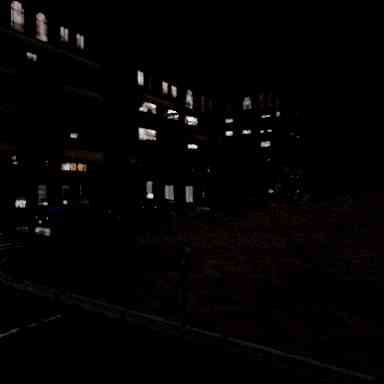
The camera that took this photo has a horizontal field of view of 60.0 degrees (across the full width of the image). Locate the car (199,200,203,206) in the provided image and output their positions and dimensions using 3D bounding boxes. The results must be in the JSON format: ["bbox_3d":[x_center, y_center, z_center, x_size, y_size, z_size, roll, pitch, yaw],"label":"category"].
[{"bbox_3d":[2.690,1.192,44.245,1.947,1.339,4.313,1,1,35],"label":"car"}]

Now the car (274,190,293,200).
[{"bbox_3d":[18.550,0.517,67.127,2.192,1.841,5.009,1,1,35],"label":"car"}]

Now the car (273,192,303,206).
[{"bbox_3d":[12.749,1.061,44.048,2.008,1.369,4.403,1,1,35],"label":"car"}]

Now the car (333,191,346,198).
[{"bbox_3d":[32.458,0.457,73.090,1.882,1.535,5.008,0,1,35],"label":"car"}]

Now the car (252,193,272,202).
[{"bbox_3d":[12.205,0.936,57.977,1.947,1.339,4.313,1,1,35],"label":"car"}]

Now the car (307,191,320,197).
[{"bbox_3d":[31.236,0.411,85.441,1.887,1.381,4.507,1,1,35],"label":"car"}]

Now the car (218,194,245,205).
[{"bbox_3d":[5.861,1.091,48.822,2.008,1.369,4.403,1,1,35],"label":"car"}]

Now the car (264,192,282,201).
[{"bbox_3d":[15.280,0.814,62.414,1.752,1.417,4.829,1,1,35],"label":"car"}]

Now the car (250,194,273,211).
[{"bbox_3d":[6.405,1.232,34.892,2.008,1.369,4.403,1,1,35],"label":"car"}]

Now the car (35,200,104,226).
[{"bbox_3d":[-8.329,1.520,23.792,2.033,1.411,5.357,0,1,36],"label":"car"}]

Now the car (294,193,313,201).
[{"bbox_3d":[19.578,0.880,58.475,1.895,1.301,4.718,0,1,35],"label":"car"}]

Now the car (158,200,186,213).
[{"bbox_3d":[-2.682,1.420,31.966,1.895,1.301,4.718,0,1,34],"label":"car"}]

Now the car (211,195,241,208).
[{"bbox_3d":[4.391,1.154,42.141,1.812,1.442,4.674,0,1,35],"label":"car"}]

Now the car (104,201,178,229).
[{"bbox_3d":[-3.110,1.505,21.162,1.947,1.339,4.313,1,1,35],"label":"car"}]

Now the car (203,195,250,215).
[{"bbox_3d":[3.232,1.312,30.315,1.887,1.381,4.507,1,1,35],"label":"car"}]

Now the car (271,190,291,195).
[{"bbox_3d":[13.783,0.912,50.119,1.882,1.535,5.008,0,1,35],"label":"car"}]

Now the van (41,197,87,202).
[{"bbox_3d":[-9.997,1.311,25.931,1.690,1.788,3.998,1,1,35],"label":"van"}]

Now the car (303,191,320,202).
[{"bbox_3d":[19.190,0.863,53.342,1.752,1.417,4.829,1,1,35],"label":"car"}]
